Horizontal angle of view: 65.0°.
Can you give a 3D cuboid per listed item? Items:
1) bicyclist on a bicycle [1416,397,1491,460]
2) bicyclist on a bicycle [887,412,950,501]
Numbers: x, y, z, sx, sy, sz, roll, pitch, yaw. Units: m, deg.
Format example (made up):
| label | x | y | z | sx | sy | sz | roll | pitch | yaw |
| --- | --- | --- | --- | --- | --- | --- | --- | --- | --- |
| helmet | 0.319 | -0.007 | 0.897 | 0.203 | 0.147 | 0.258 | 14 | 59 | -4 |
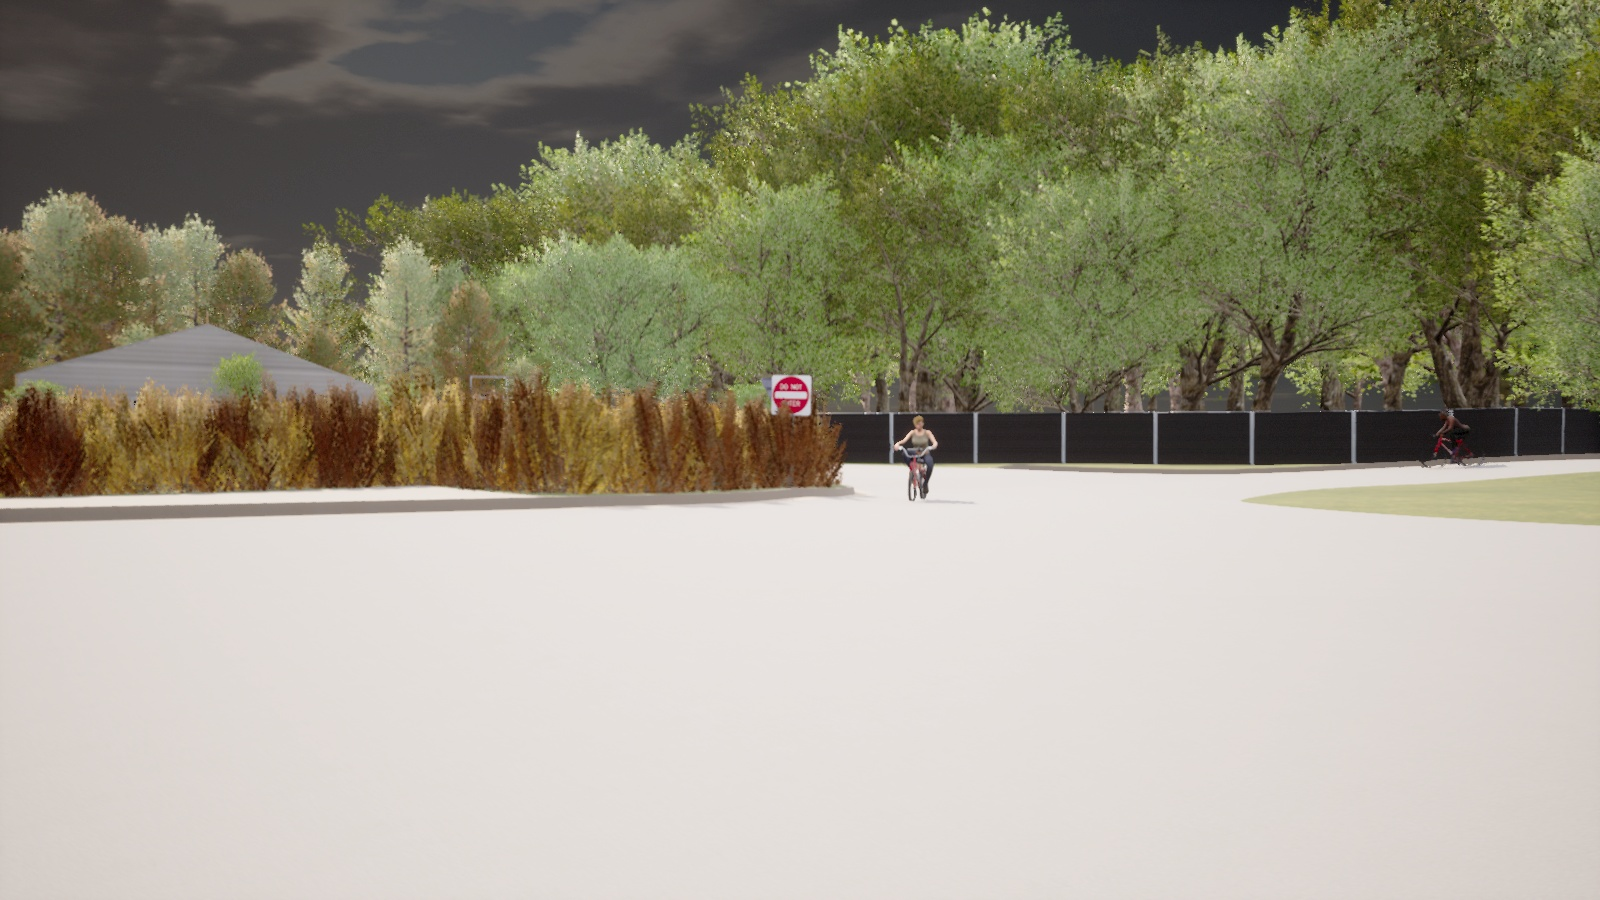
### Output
| label | x | y | z | sx | sy | sz | roll | pitch | yaw |
| --- | --- | --- | --- | --- | --- | --- | --- | --- | --- |
| bicyclist on a bicycle | 18.219 | -0.597 | 35.032 | 1.656 | 1.620 | 0.582 | -5 | 1 | 13 |
| bicyclist on a bicycle | 2.243 | 0.126 | 23.641 | 0.866 | 1.612 | 1.509 | -1 | 0 | 18 |
